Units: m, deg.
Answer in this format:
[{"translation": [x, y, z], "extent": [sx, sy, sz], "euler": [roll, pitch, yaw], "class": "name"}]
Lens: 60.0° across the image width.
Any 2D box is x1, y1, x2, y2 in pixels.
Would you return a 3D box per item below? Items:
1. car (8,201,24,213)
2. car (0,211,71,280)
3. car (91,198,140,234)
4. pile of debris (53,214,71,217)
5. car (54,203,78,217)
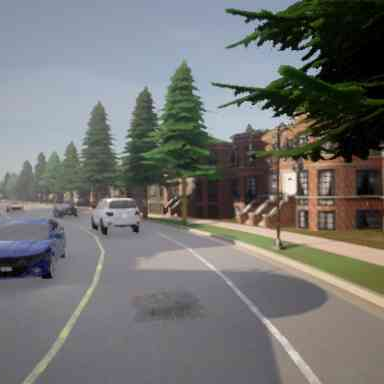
[{"translation": [-25.401, 2.088, 47.883], "extent": [1.882, 1.535, 5.008], "euler": [0, -1, -31], "class": "car"}, {"translation": [-5.107, 1.607, 10.411], "extent": [1.882, 1.535, 5.008], "euler": [0, -1, -15], "class": "car"}, {"translation": [-4.916, 1.431, 21.003], "extent": [2.150, 2.045, 5.566], "euler": [0, -1, -25], "class": "car"}, {"translation": [-14.515, 2.603, 37.130], "extent": [1.500, 0.140, 1.860], "euler": [0, -1, -32], "class": "pile of debris"}, {"translation": [-13.720, 1.936, 35.999], "extent": [1.812, 1.442, 4.674], "euler": [0, 0, -32], "class": "car"}]
